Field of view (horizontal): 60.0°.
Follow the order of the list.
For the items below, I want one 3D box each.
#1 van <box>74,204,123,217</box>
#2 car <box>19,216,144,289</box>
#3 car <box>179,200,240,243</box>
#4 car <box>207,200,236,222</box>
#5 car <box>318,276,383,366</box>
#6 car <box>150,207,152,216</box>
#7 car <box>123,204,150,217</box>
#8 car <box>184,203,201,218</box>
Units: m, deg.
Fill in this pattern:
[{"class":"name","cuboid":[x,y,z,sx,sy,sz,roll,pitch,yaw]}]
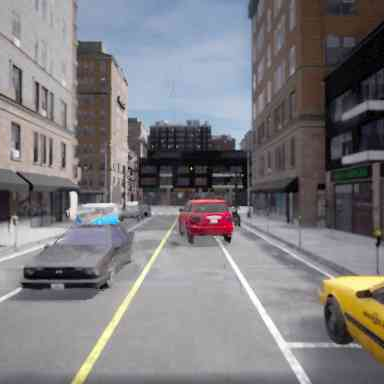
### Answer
[{"class":"van","cuboid":[-5.416,1.569,19.253,1.690,1.788,3.998,0,-1,0]},{"class":"car","cuboid":[-2.866,1.663,9.762,2.033,1.411,5.357,0,-1,0]},{"class":"car","cuboid":[0.596,1.431,17.647,2.150,2.045,5.566,0,-1,-8]},{"class":"car","cuboid":[2.591,1.675,30.589,2.192,1.841,5.009,0,-1,0]},{"class":"car","cuboid":[3.021,1.499,3.505,1.801,1.575,5.366,0,-1,0]},{"class":"car","cuboid":[-5.443,1.993,36.235,1.947,1.339,4.313,0,-1,0]},{"class":"car","cuboid":[-5.434,1.911,30.573,2.008,1.369,4.403,0,-1,0]},{"class":"car","cuboid":[0.036,1.955,36.499,1.812,1.442,4.674,0,-1,0]}]
